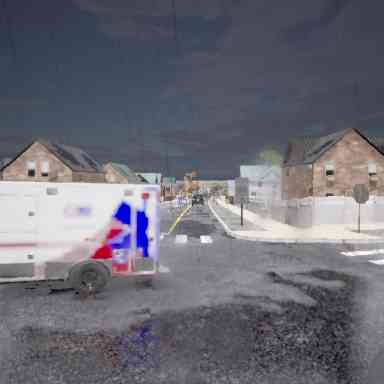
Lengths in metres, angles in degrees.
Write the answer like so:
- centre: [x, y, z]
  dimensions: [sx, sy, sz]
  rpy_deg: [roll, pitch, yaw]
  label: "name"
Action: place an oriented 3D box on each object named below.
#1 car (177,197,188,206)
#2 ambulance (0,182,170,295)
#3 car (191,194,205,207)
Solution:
- centre: [-1.629, 1.650, 58.071]
  dimensions: [2.128, 1.511, 4.902]
  rpy_deg: [0, 0, 2]
  label: "car"
- centre: [-3.823, 1.009, 7.778]
  dimensions: [6.366, 2.431, 2.351]
  rpy_deg: [1, 0, -17]
  label: "ambulance"
- centre: [0.969, 1.359, 53.824]
  dimensions: [2.150, 2.045, 5.566]
  rpy_deg: [0, 0, 2]
  label: "car"
